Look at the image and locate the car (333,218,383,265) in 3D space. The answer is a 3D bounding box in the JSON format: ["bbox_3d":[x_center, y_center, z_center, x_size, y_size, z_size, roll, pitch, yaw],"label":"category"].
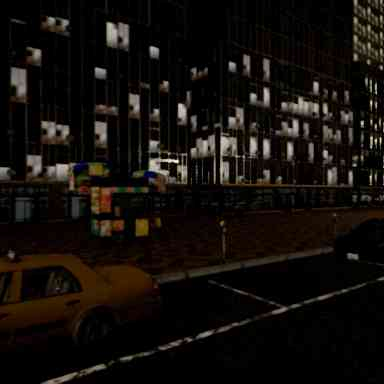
[{"bbox_3d":[6.615,1.566,11.276,4.313,1.339,1.947,0,0,-35],"label":"car"}]

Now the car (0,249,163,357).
[{"bbox_3d":[-2.753,1.525,4.597,4.829,1.417,1.752,0,0,-35],"label":"car"}]
